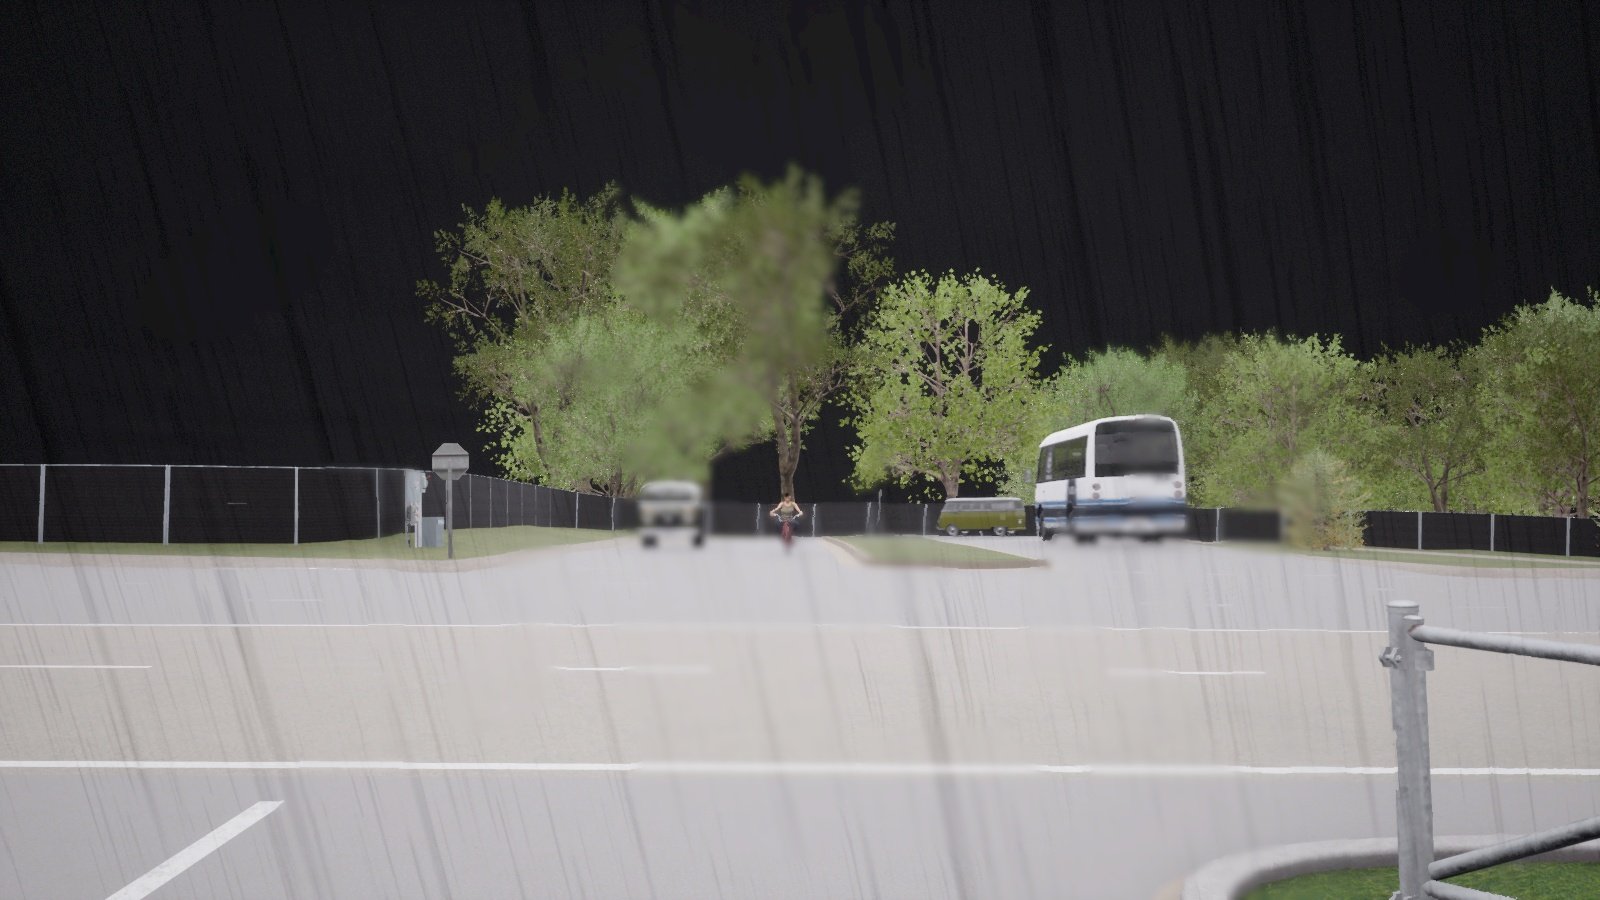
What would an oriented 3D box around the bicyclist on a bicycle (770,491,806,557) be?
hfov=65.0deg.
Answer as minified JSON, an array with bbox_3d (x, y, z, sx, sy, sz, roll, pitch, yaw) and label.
[{"bbox_3d":[-0.302,1.849,31.629,0.866,1.612,1.509,-1,-2,0],"label":"bicyclist on a bicycle"}]

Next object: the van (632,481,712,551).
[{"bbox_3d":[-3.921,2.086,39.190,2.069,2.038,4.480,-1,-4,-1],"label":"van"}]

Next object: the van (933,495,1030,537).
[{"bbox_3d":[9.176,3.332,63.500,4.442,1.987,1.775,-3,-3,32],"label":"van"}]

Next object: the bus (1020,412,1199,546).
[{"bbox_3d":[10.943,1.186,45.975,3.944,4.253,10.273,-1,-3,0],"label":"bus"}]
